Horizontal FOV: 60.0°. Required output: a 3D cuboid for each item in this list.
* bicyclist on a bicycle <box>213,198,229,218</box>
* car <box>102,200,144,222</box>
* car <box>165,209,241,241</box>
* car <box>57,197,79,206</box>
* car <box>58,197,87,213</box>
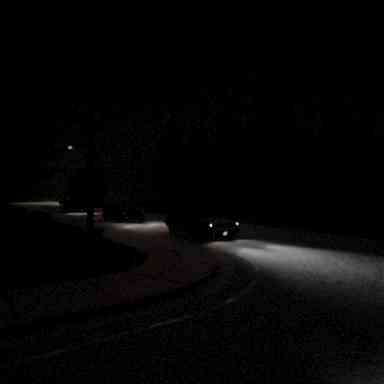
[{"bbox_3d":[2.432,1.317,27.328,1.656,1.620,0.582,22,-28,-26],"label":"bicyclist on a bicycle"},{"bbox_3d":[-5.418,1.424,25.924,1.882,1.535,5.008,0,0,-34],"label":"car"},{"bbox_3d":[0.404,1.548,16.824,1.895,1.301,4.718,0,0,-30],"label":"car"},{"bbox_3d":[-20.188,1.493,53.991,2.033,1.411,5.357,0,0,-34],"label":"car"},{"bbox_3d":[-12.896,1.500,36.947,2.033,1.411,5.357,0,0,-34],"label":"car"}]
